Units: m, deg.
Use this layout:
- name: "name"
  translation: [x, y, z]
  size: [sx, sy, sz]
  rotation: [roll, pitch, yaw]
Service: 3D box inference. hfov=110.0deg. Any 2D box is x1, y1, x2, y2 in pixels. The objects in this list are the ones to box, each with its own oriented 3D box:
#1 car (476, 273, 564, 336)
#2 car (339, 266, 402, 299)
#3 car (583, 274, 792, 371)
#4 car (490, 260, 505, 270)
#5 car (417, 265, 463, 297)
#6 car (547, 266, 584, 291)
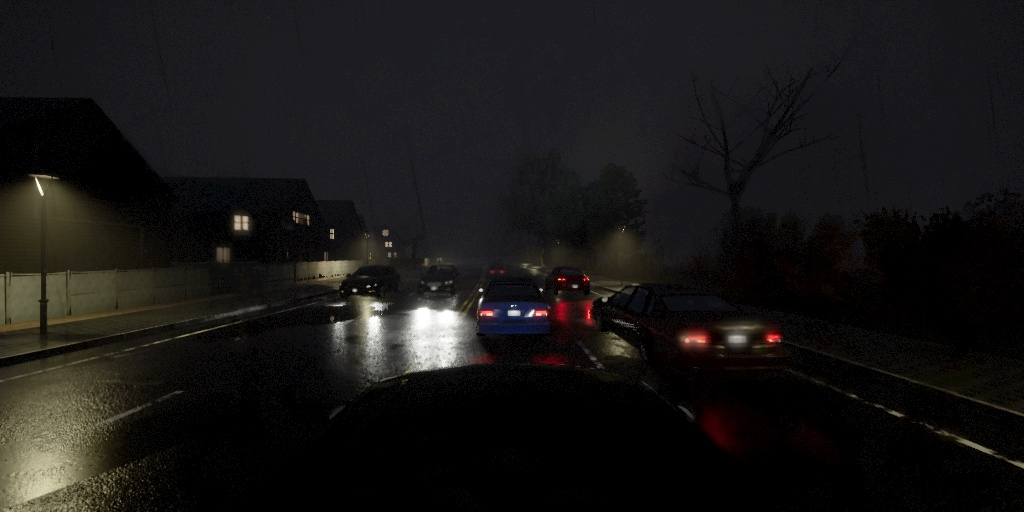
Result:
- name: "car"
  translation: [-0.016, 1.299, 10.352]
  size: [2.033, 1.411, 5.357]
  rotation: [0, 0, -1]
- name: "car"
  translation: [-6.947, 1.252, 18.062]
  size: [1.837, 1.490, 4.892]
  rotation: [0, 0, -2]
- name: "car"
  translation: [3.276, 1.300, 7.895]
  size: [2.033, 1.411, 5.357]
  rotation: [0, 0, -2]
- name: "car"
  translation: [-2.188, 1.262, 51.724]
  size: [1.812, 1.442, 4.674]
  rotation: [0, 0, -3]
- name: "car"
  translation: [-3.736, 1.240, 19.182]
  size: [2.128, 1.511, 4.902]
  rotation: [0, 0, -2]
- name: "car"
  translation: [2.953, 1.279, 19.529]
  size: [1.812, 1.442, 4.674]
  rotation: [0, 0, -2]
